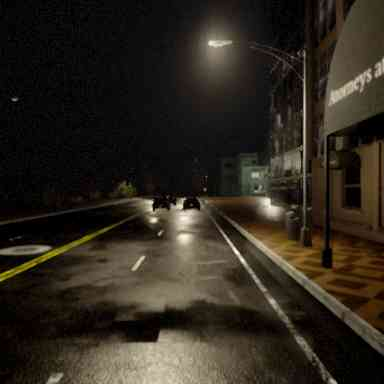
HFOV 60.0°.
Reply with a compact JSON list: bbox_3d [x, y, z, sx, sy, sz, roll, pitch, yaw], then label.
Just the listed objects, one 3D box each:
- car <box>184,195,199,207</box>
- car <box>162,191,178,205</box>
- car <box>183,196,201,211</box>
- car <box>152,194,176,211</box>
[{"bbox_3d":[-0.047,1.248,47.568,2.033,1.411,5.357,0,0,0],"label":"car"},{"bbox_3d":[-3.298,0.924,47.462,2.150,2.045,5.566,0,1,0],"label":"car"},{"bbox_3d":[-0.039,1.330,37.177,1.994,1.385,4.181,0,0,0],"label":"car"},{"bbox_3d":[-3.289,1.261,36.756,2.128,1.511,4.902,0,0,0],"label":"car"}]
